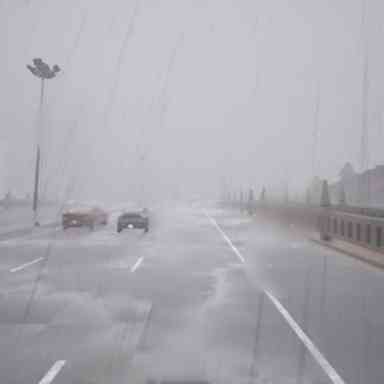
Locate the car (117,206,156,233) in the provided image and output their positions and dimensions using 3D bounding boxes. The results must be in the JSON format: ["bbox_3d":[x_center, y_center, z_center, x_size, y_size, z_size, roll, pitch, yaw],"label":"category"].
[{"bbox_3d":[-3.405,1.643,20.855,1.837,1.490,4.892,0,0,0],"label":"car"}]

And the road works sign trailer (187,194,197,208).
[{"bbox_3d":[-0.002,2.159,72.534,2.380,3.560,2.880,0,-6,0],"label":"road works sign trailer"}]

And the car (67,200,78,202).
[{"bbox_3d":[-21.023,2.131,58.489,1.812,1.442,4.674,0,-3,1],"label":"car"}]

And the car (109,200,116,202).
[{"bbox_3d":[-14.042,2.146,57.998,1.994,1.385,4.181,0,-3,1],"label":"car"}]

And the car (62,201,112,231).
[{"bbox_3d":[-6.905,1.623,22.019,1.882,1.535,5.008,0,0,0],"label":"car"}]
